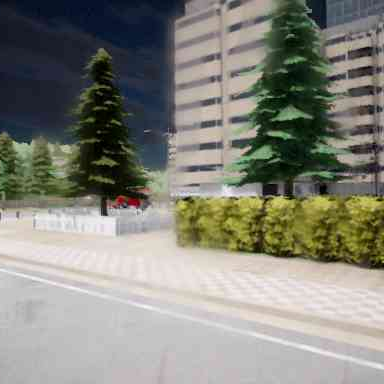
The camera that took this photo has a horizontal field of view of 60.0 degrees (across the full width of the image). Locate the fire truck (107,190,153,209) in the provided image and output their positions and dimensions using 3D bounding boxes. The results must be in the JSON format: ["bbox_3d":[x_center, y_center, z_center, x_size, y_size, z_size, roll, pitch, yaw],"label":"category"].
[{"bbox_3d":[-10.683,0.876,57.810,2.891,3.827,8.468,-1,-1,36],"label":"fire truck"}]
